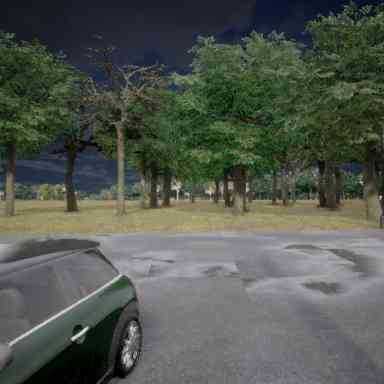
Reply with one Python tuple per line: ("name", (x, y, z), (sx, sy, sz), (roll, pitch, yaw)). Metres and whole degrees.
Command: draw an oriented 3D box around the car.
("car", (-2.115, 1.353, 2.745), (2.097, 1.767, 4.553), (0, 0, 13))
